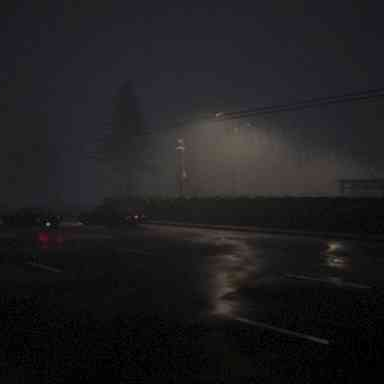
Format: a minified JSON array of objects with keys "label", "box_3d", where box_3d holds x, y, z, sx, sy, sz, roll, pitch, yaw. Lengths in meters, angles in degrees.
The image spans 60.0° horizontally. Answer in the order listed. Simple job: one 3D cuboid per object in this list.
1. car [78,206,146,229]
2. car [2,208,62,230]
[{"label":"car","box_3d":[-5.425,1.616,22.232,5.357,1.411,2.033,0,0,39]},{"label":"car","box_3d":[-10.609,1.706,21.899,4.718,1.301,1.895,0,0,39]}]
